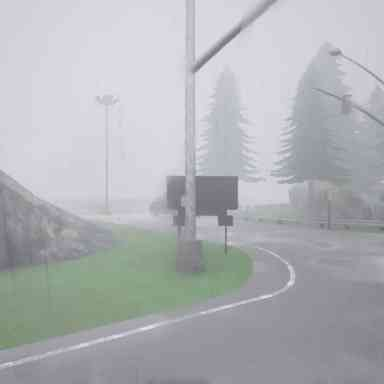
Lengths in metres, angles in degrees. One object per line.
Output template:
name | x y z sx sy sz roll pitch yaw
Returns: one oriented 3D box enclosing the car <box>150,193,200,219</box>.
car | -1.275 1.030 26.473 2.150 2.045 5.566 0 0 -35
